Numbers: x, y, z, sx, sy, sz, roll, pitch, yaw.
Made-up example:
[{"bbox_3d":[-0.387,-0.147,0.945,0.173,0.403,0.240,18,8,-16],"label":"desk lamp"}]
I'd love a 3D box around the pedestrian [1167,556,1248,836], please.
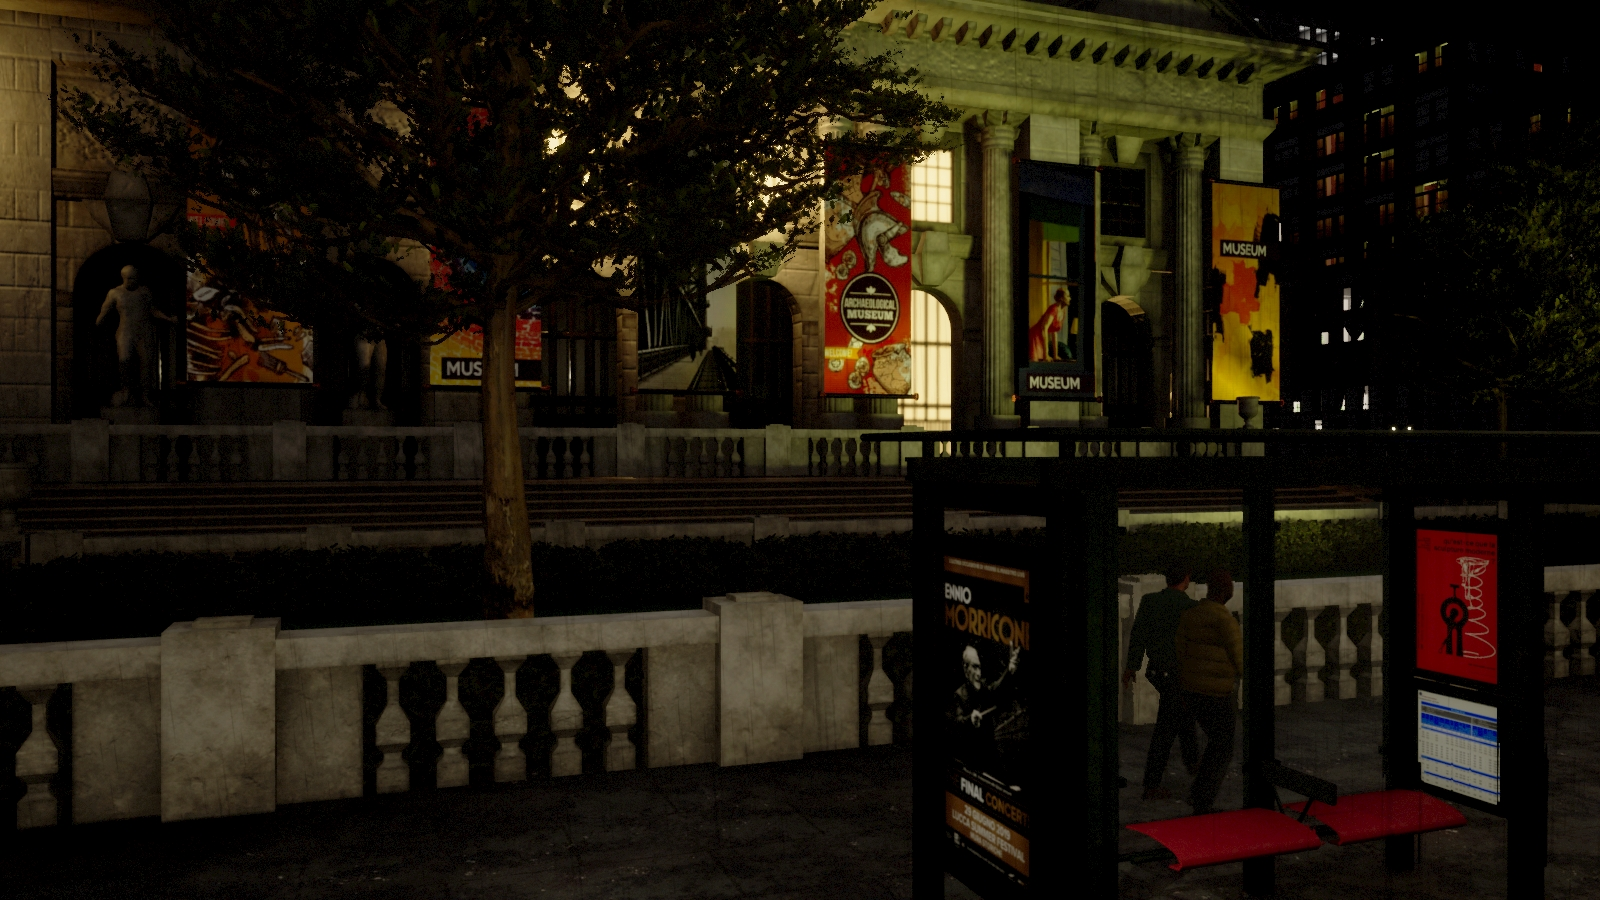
[{"bbox_3d":[2.855,1.697,8.013,0.375,1.860,0.375,0,0,-23],"label":"pedestrian"}]

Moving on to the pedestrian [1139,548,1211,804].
[{"bbox_3d":[2.863,1.698,8.730,0.375,1.860,0.375,0,0,-31],"label":"pedestrian"}]
